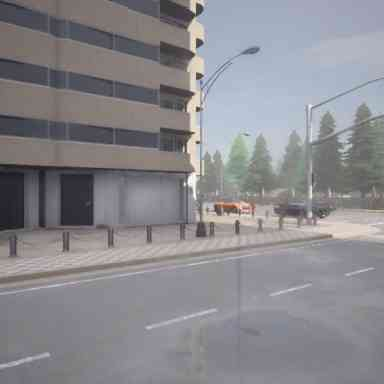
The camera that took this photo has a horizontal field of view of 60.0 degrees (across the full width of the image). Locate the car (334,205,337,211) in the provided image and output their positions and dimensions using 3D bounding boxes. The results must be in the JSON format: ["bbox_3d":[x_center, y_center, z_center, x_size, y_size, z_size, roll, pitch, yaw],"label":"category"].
[{"bbox_3d":[13.160,1.603,36.893,2.033,1.411,5.357,0,0,-36],"label":"car"}]

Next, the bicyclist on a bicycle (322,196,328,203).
[{"bbox_3d":[17.379,1.356,43.494,1.656,1.620,0.582,0,0,-36],"label":"bicyclist on a bicycle"}]

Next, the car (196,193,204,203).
[{"bbox_3d":[-0.048,1.277,61.101,2.150,2.045,5.566,0,0,-35],"label":"car"}]

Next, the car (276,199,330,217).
[{"bbox_3d":[11.084,1.533,33.446,1.882,1.535,5.008,0,0,-36],"label":"car"}]

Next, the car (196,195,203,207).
[{"bbox_3d":[-0.795,1.619,49.941,1.994,1.385,4.181,0,0,-36],"label":"car"}]

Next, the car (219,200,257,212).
[{"bbox_3d":[5.619,1.656,41.023,1.895,1.301,4.718,0,0,-36],"label":"car"}]

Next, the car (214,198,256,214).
[{"bbox_3d":[4.443,1.407,36.673,2.097,1.767,4.553,0,0,-36],"label":"car"}]

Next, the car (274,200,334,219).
[{"bbox_3d":[9.659,1.656,29.440,1.895,1.301,4.718,0,0,-36],"label":"car"}]
